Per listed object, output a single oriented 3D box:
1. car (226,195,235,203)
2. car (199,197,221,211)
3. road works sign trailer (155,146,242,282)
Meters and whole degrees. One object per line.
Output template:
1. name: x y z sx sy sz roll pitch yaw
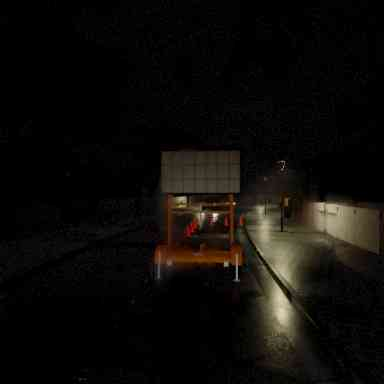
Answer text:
1. car: 8.678 1.536 75.256 2.097 1.767 4.553 0 0 5
2. car: 2.229 1.428 40.277 2.097 1.767 4.553 0 0 13
3. road works sign trailer: 0.266 0.471 9.872 2.380 3.560 2.880 0 0 5
